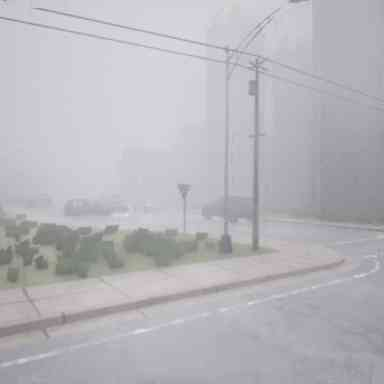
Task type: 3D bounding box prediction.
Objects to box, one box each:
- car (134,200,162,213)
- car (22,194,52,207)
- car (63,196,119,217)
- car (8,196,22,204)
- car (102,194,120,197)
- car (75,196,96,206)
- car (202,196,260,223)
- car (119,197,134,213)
[{"bbox_3d":[-5.233,1.635,38.950,1.812,1.442,4.674,1,-1,-35],"label":"car"},{"bbox_3d":[-23.890,1.302,51.880,3.866,1.878,1.905,1,0,-35],"label":"car"},{"bbox_3d":[-9.912,1.518,32.118,4.611,1.667,2.242,1,0,-35],"label":"car"},{"bbox_3d":[-32.142,1.462,62.558,4.193,1.474,1.816,1,0,-35],"label":"car"},{"bbox_3d":[-12.100,1.303,48.512,2.150,2.045,5.566,1,-1,-34],"label":"car"},{"bbox_3d":[-18.310,1.539,57.098,1.882,1.535,5.008,1,0,-36],"label":"car"},{"bbox_3d":[3.091,1.362,27.332,2.150,2.045,5.566,1,0,-34],"label":"car"},{"bbox_3d":[-9.073,1.617,38.024,2.033,1.411,5.357,1,0,-36],"label":"car"}]
